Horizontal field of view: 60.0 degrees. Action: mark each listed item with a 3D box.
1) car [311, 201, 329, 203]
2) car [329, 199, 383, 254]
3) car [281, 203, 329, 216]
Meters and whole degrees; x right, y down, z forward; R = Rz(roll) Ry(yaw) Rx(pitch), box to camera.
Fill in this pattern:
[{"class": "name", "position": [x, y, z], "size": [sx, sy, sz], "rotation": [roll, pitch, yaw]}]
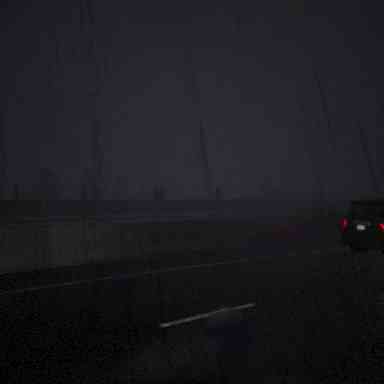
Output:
[{"class": "car", "position": [10.904, 1.593, 28.821], "size": [4.892, 1.490, 1.837], "rotation": [0, 0, -21]}, {"class": "car", "position": [7.971, 1.276, 12.157], "size": [5.566, 2.045, 2.150], "rotation": [0, 0, -26]}, {"class": "car", "position": [6.934, 1.583, 19.575], "size": [4.674, 1.442, 1.812], "rotation": [0, 0, -25]}]
